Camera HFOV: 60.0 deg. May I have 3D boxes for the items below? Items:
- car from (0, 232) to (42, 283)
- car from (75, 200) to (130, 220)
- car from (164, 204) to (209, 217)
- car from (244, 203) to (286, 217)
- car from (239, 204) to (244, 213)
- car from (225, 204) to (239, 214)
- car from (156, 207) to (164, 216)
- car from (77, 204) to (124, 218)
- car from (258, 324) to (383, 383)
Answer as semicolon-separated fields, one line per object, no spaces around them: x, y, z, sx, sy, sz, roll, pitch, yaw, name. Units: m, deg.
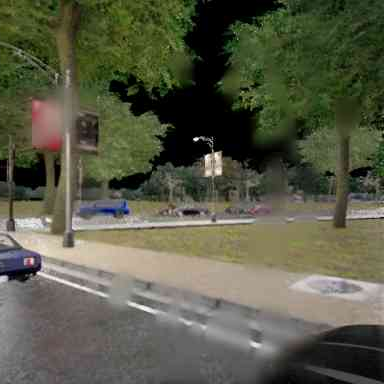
-6.046;1.745;9.084;4.718;1.301;1.895;-1;-1;41;car
-9.368;1.818;34.960;5.566;2.045;2.150;0;-1;-26;car
-0.342;2.139;39.267;4.902;1.511;2.128;0;-1;-25;car
9.071;2.176;39.943;4.674;1.442;1.812;0;-1;-26;car
8.976;2.230;43.713;4.674;1.442;1.812;0;-1;-25;car
6.670;2.304;46.214;4.181;1.385;1.994;0;-1;-26;car
-2.257;2.212;41.951;4.674;1.442;1.812;0;-1;-26;car
-10.495;2.132;38.016;4.902;1.511;2.128;0;-1;-25;car
2.662;1.479;1.482;5.008;1.535;1.882;-1;-1;41;car
